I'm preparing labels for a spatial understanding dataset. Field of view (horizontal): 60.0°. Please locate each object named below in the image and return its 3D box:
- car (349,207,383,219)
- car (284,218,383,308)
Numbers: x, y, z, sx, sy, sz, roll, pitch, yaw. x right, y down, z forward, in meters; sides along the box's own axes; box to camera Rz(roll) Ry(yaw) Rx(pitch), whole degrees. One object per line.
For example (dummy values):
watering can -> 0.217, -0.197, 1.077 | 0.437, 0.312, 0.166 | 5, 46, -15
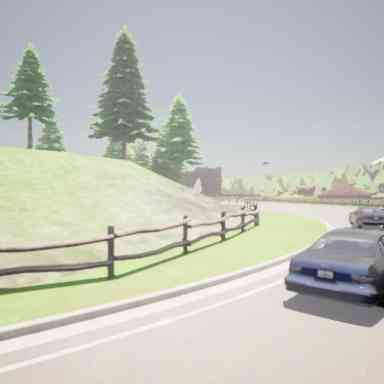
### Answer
car -> 12.298, 1.735, 23.259 | 2.033, 1.411, 5.357 | 0, 0, 17
car -> 4.139, 1.614, 8.173 | 2.033, 1.411, 5.357 | 0, -1, 41
